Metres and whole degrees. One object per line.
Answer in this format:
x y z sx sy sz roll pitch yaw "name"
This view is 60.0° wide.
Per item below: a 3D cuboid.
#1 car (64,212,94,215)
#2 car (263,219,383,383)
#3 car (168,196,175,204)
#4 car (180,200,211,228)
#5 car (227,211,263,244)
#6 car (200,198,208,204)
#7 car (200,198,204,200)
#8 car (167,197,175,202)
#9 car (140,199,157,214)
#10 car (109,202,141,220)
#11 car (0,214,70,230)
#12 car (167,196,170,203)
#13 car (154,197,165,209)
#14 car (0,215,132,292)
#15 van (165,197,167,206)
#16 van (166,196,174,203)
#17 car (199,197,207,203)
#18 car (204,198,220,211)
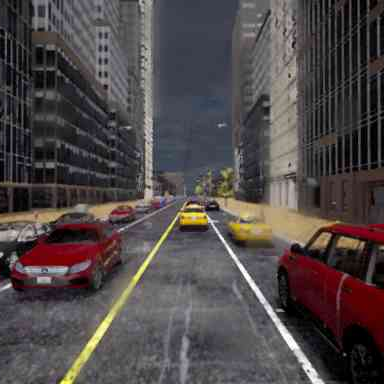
-5.673 1.673 16.150 1.947 1.339 4.313 0 0 0 "car"
2.698 1.347 4.748 2.192 1.841 5.009 0 0 0 "car"
-5.617 1.919 78.763 1.967 1.590 4.097 0 0 0 "car"
0.120 1.607 23.192 1.801 1.575 5.366 0 0 0 "car"
2.708 1.633 16.300 1.752 1.417 4.829 0 0 0 "car"
2.763 2.060 78.741 1.802 1.307 4.206 0 0 0 "car"
0.136 1.739 41.250 1.882 1.535 5.008 0 -1 0 "car"
-5.607 2.108 90.148 1.947 1.339 4.313 0 0 0 "car"
-5.653 1.799 38.918 2.008 1.369 4.403 0 0 0 "car"
-5.663 1.760 27.533 1.802 1.307 4.206 0 0 0 "car"
-5.678 1.622 10.458 2.008 1.369 4.403 0 0 0 "car"
-5.633 1.965 61.687 1.802 1.307 4.206 0 0 0 "car"
-5.643 1.861 50.303 1.887 1.381 4.507 0 0 0 "car"
-3.080 1.588 9.244 1.812 1.442 4.674 0 0 0 "car"
-5.637 1.691 55.996 1.690 1.788 3.998 0 0 0 "van"
-5.611 1.852 84.457 1.690 1.788 3.998 0 0 0 "van"
2.768 2.036 84.603 1.752 1.417 4.829 0 0 0 "car"
2.733 1.847 44.590 1.947 1.339 4.313 0 0 0 "car"
